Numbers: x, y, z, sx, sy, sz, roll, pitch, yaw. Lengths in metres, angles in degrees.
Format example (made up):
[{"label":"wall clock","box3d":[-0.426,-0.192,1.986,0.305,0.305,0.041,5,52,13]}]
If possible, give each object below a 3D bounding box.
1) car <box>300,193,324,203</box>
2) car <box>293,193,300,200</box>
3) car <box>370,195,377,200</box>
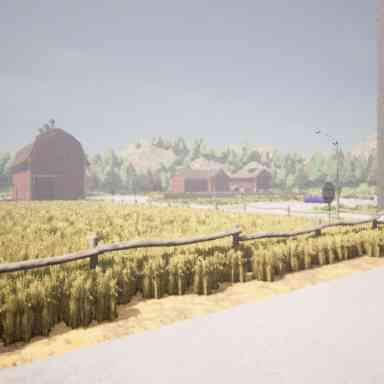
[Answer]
[{"label":"car","box3d":[23.001,1.344,61.229,2.242,1.667,4.611,0,0,-36]},{"label":"car","box3d":[26.544,1.136,80.191,1.932,1.855,4.605,0,0,-36]},{"label":"car","box3d":[42.580,1.111,75.462,1.905,1.878,3.866,0,0,-36]}]
